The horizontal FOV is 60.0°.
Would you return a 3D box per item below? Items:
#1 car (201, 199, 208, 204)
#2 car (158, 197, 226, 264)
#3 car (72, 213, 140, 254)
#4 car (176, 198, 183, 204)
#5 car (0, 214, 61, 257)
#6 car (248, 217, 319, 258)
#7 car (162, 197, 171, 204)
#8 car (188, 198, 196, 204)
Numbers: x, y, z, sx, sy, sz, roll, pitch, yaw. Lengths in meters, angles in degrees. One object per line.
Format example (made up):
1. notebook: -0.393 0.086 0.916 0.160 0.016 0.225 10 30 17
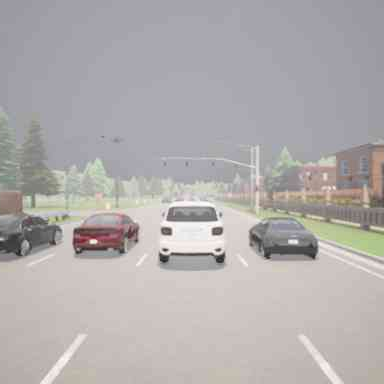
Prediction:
1. car: 3.486 2.522 91.726 1.895 1.301 4.718 0 -1 0
2. car: 0.009 1.354 12.569 2.150 2.045 5.566 0 0 0
3. car: -3.472 1.624 14.253 1.882 1.535 5.008 0 0 1
4. car: -3.514 2.451 91.695 1.812 1.442 4.674 0 -1 0
5. car: -6.978 1.646 13.513 1.837 1.490 4.892 0 0 1
6. car: 3.520 1.704 13.477 1.994 1.385 4.181 0 0 1
7. car: -7.014 2.281 91.667 2.097 1.767 4.553 0 -1 0
8. car: -0.014 2.462 91.279 2.033 1.411 5.357 0 -1 0
